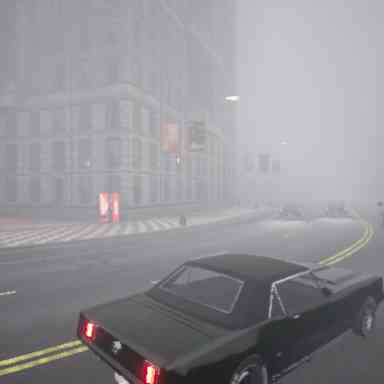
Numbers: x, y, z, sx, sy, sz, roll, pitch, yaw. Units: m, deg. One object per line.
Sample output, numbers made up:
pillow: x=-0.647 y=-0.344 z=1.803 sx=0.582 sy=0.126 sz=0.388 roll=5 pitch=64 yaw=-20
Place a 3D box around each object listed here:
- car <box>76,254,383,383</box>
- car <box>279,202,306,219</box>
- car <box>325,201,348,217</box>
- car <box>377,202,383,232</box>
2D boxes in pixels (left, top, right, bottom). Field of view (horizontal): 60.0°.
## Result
car: x=0.985 y=1.596 z=4.792 sx=4.718 sy=1.301 sz=1.895 roll=0 pitch=0 yaw=-41
car: x=8.882 y=1.571 z=29.241 sx=1.895 sy=1.301 sz=4.718 roll=0 pitch=0 yaw=23
car: x=13.558 y=1.564 z=31.296 sx=1.895 sy=1.301 sz=4.718 roll=0 pitch=0 yaw=23
car: x=12.283 y=1.197 z=19.465 sx=2.150 sy=2.045 sz=5.566 roll=0 pitch=0 yaw=27
